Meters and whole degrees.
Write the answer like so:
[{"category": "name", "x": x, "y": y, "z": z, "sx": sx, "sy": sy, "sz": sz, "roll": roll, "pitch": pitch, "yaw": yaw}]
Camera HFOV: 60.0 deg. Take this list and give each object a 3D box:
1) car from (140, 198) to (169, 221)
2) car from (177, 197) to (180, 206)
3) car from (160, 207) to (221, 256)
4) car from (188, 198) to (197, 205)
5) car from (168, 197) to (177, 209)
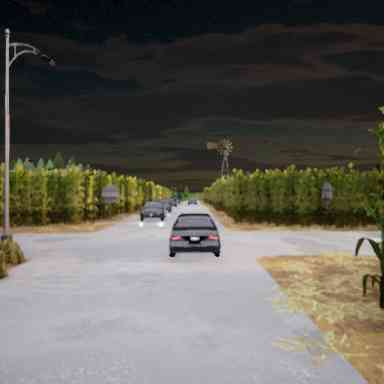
[{"category": "car", "x": -3.145, "y": 1.510, "z": 27.499, "sx": 1.837, "sy": 1.490, "sz": 4.892, "roll": 0, "pitch": 0, "yaw": -1}, {"category": "car", "x": -3.179, "y": 1.612, "z": 48.599, "sx": 1.994, "sy": 1.385, "sz": 4.181, "roll": 0, "pitch": -1, "yaw": -1}, {"category": "car", "x": 0.093, "y": 1.540, "z": 13.090, "sx": 2.033, "sy": 1.411, "sz": 5.357, "roll": -1, "pitch": 0, "yaw": 0}, {"category": "car", "x": 0.125, "y": 1.947, "z": 69.680, "sx": 2.033, "sy": 1.411, "sz": 5.357, "roll": 0, "pitch": 0, "yaw": 0}, {"category": "car", "x": -3.183, "y": 1.480, "z": 37.136, "sx": 2.128, "sy": 1.511, "sz": 4.902, "roll": 0, "pitch": 0, "yaw": 0}]
